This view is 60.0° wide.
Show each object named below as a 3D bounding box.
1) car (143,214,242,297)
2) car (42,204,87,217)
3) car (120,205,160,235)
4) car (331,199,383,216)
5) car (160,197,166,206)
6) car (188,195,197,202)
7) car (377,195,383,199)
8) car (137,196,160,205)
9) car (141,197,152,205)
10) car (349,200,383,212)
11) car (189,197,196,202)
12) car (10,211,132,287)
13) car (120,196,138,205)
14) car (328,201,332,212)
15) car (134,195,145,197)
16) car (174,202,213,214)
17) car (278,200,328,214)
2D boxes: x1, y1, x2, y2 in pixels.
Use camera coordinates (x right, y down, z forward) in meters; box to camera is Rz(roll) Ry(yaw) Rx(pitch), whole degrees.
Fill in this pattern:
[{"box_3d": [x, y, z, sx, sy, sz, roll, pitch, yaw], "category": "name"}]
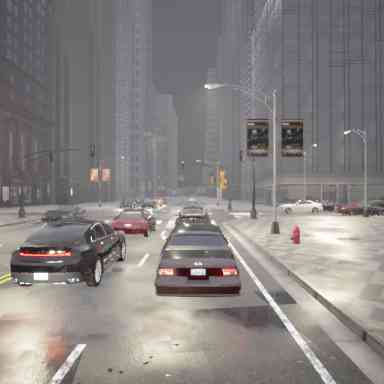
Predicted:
[{"box_3d": [0.120, 1.557, 8.762, 2.033, 1.411, 5.357, 0, 0, 0], "category": "car"}, {"box_3d": [-9.306, 1.613, 24.814, 2.033, 1.411, 5.357, 0, 0, -2], "category": "car"}, {"box_3d": [-3.122, 1.601, 18.251, 1.994, 1.385, 4.181, 0, 0, 0], "category": "car"}, {"box_3d": [15.363, 1.577, 30.208, 4.206, 1.307, 1.802, 0, 0, -1], "category": "car"}, {"box_3d": [-6.476, 1.647, 60.129, 2.097, 1.767, 4.553, 0, 0, 0], "category": "car"}, {"box_3d": [0.127, 1.685, 80.637, 2.150, 2.045, 5.566, 0, 0, 0], "category": "car"}, {"box_3d": [21.527, 1.264, 36.071, 5.566, 2.045, 2.150, 0, -1, -1], "category": "car"}, {"box_3d": [-6.515, 1.777, 50.847, 2.033, 1.411, 5.357, 0, 0, 0], "category": "car"}, {"box_3d": [-9.639, 1.905, 71.105, 1.812, 1.442, 4.674, 0, 0, 0], "category": "car"}, {"box_3d": [20.886, 1.643, 38.810, 4.313, 1.339, 1.947, 0, 0, -1], "category": "car"}, {"box_3d": [0.143, 2.027, 91.214, 1.882, 1.535, 5.008, 0, 0, 0], "category": "car"}, {"box_3d": [-3.136, 1.516, 9.351, 1.837, 1.490, 4.892, 0, 0, 0], "category": "car"}, {"box_3d": [-9.795, 1.734, 50.739, 1.837, 1.490, 4.892, 0, 0, -2], "category": "car"}, {"box_3d": [15.246, 1.662, 38.732, 4.313, 1.339, 1.947, 0, 0, -1], "category": "car"}, {"box_3d": [-9.722, 1.522, 60.758, 2.150, 2.045, 5.566, 0, 0, 0], "category": "car"}, {"box_3d": [0.076, 1.543, 18.501, 1.837, 1.490, 4.892, 0, 0, 1], "category": "car"}, {"box_3d": [11.692, 1.601, 35.924, 4.674, 1.442, 1.812, 0, -1, -1], "category": "car"}]
